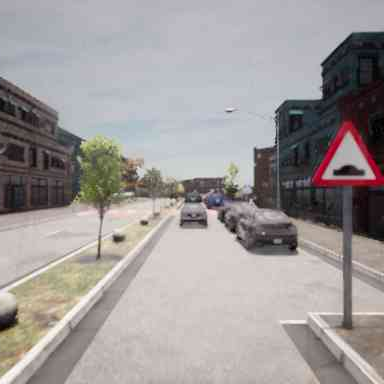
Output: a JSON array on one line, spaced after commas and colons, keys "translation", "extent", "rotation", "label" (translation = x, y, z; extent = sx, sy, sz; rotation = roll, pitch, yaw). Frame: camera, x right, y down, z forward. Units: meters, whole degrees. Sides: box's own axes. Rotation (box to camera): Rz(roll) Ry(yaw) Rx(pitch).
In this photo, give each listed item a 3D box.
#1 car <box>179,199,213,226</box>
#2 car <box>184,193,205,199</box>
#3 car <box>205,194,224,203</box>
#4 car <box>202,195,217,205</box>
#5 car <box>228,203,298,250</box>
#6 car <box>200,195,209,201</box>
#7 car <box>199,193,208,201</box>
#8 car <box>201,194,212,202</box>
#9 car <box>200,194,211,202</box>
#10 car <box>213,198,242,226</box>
[{"translation": [0.097, 1.489, 23.046], "extent": [2.033, 1.411, 5.357], "rotation": [-1, 0, 0], "label": "car"}, {"translation": [0.127, 1.095, 42.521], "extent": [2.150, 2.045, 5.566], "rotation": [0, -1, 0], "label": "car"}, {"translation": [3.018, 1.392, 47.194], "extent": [2.002, 1.452, 4.674], "rotation": [0, 0, 0], "label": "car"}, {"translation": [3.024, 1.342, 58.234], "extent": [2.231, 1.521, 4.892], "rotation": [0, 0, 0], "label": "car"}, {"translation": [3.003, 1.453, 14.060], "extent": [2.231, 1.521, 4.892], "rotation": [0, 0, 0], "label": "car"}, {"translation": [3.032, 1.416, 80.447], "extent": [2.002, 1.452, 4.674], "rotation": [0, 0, 0], "label": "car"}, {"translation": [3.035, 1.265, 85.941], "extent": [2.185, 1.767, 4.553], "rotation": [0, 0, 0], "label": "car"}, {"translation": [3.028, 1.225, 69.251], "extent": [2.185, 1.767, 4.553], "rotation": [0, 0, 0], "label": "car"}, {"translation": [3.030, 1.235, 74.771], "extent": [2.185, 1.767, 4.553], "rotation": [0, 0, 0], "label": "car"}, {"translation": [3.008, 1.450, 25.266], "extent": [2.163, 1.488, 4.792], "rotation": [0, 0, 0], "label": "car"}]
